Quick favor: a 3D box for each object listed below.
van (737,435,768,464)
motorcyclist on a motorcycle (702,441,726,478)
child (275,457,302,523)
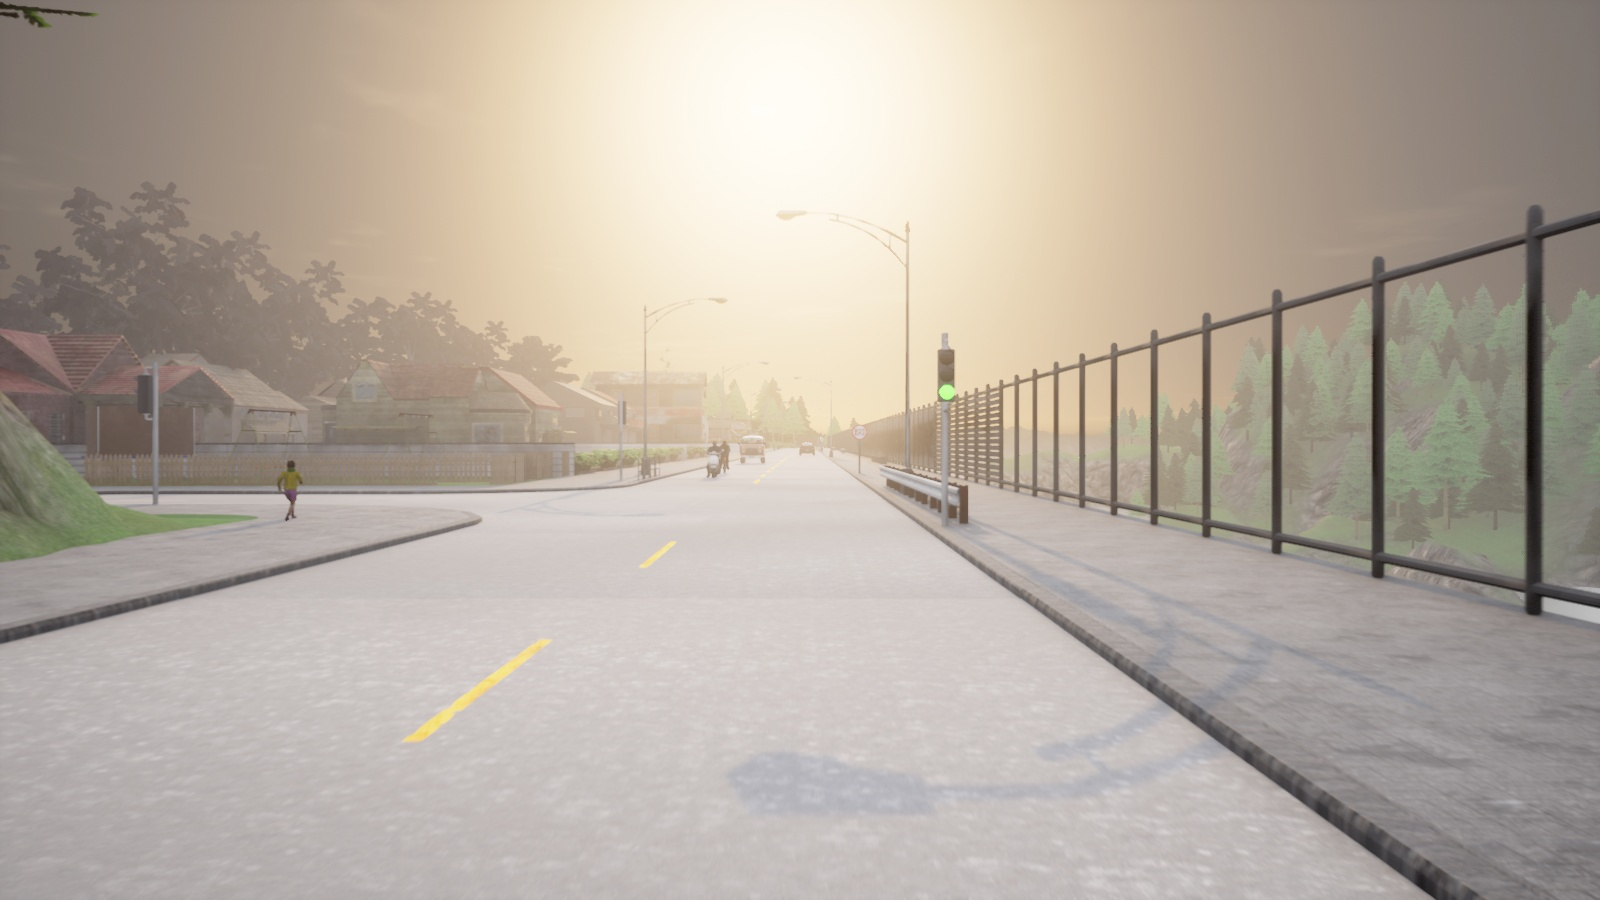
[{"bbox_3d":[-3.458,-0.050,91.746,2.069,2.038,4.480,0,0,0],"label":"van"},{"bbox_3d":[-3.673,0.394,53.728,0.866,1.590,1.817,0,0,0],"label":"motorcyclist on a motorcycle"},{"bbox_3d":[-9.133,0.703,22.428,0.299,1.160,0.473,0,0,1],"label":"child"}]
